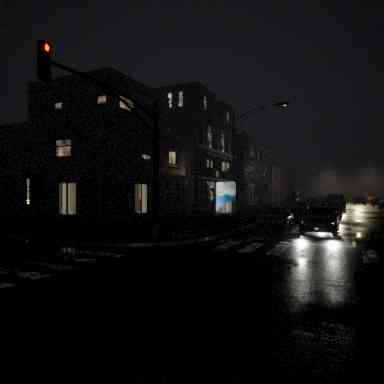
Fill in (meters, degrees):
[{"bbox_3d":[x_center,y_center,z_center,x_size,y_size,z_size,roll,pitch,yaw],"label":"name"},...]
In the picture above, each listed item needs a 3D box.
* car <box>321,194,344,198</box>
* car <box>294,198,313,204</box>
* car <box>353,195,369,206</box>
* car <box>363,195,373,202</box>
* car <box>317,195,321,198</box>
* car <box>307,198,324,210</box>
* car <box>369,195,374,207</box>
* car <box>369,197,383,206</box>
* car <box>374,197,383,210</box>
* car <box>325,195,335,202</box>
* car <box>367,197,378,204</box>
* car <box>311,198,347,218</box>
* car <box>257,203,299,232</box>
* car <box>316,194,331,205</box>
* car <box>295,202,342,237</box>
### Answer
[{"bbox_3d":[16.135,1.228,37.397,2.150,2.045,5.566,0,0,25],"label":"car"},{"bbox_3d":[9.884,1.555,30.384,2.008,1.369,4.403,0,0,25],"label":"car"},{"bbox_3d":[28.852,1.494,57.244,1.882,1.535,5.008,0,0,25],"label":"car"},{"bbox_3d":[43.231,1.475,81.824,1.967,1.590,4.097,0,0,25],"label":"car"},{"bbox_3d":[14.569,1.447,40.386,1.967,1.590,4.097,0,0,25],"label":"car"},{"bbox_3d":[16.838,1.534,45.233,1.752,1.417,4.829,0,0,25],"label":"car"},{"bbox_3d":[29.179,1.454,51.820,1.967,1.590,4.097,0,0,25],"label":"car"},{"bbox_3d":[31.520,1.568,56.822,2.008,1.369,4.403,0,0,25],"label":"car"},{"bbox_3d":[24.494,1.561,41.820,2.008,1.369,4.403,0,0,25],"label":"car"},{"bbox_3d":[33.306,1.470,80.392,1.967,1.590,4.097,0,0,25],"label":"car"},{"bbox_3d":[36.204,1.605,66.823,1.802,1.307,4.206,0,0,25],"label":"car"},{"bbox_3d":[11.556,1.496,27.775,2.128,1.511,4.902,0,0,25],"label":"car"},{"bbox_3d":[5.200,1.584,20.383,1.802,1.307,4.206,0,0,25],"label":"car"},{"bbox_3d":[23.938,1.331,60.389,2.192,1.841,5.009,0,0,25],"label":"car"},{"bbox_3d":[7.126,1.528,18.418,1.812,1.442,4.674,0,0,26],"label":"car"}]
